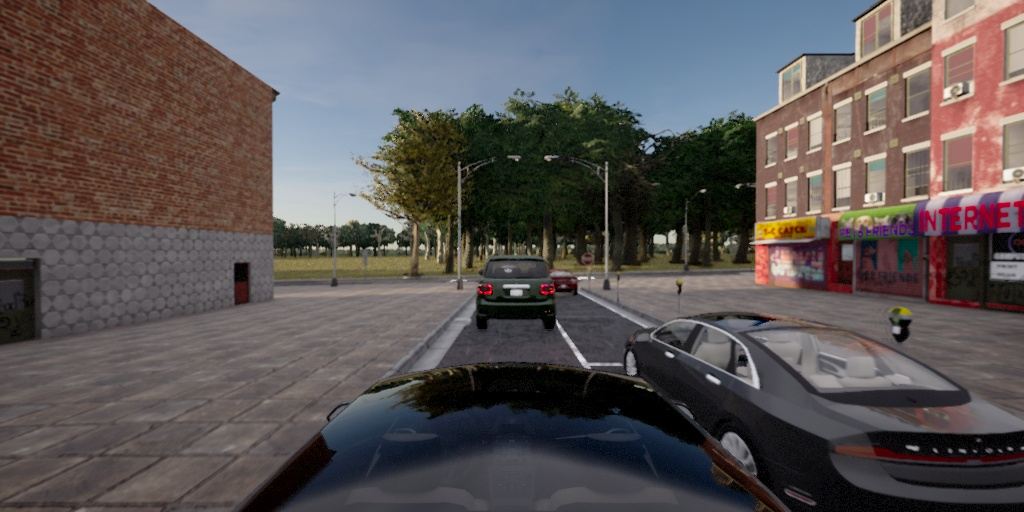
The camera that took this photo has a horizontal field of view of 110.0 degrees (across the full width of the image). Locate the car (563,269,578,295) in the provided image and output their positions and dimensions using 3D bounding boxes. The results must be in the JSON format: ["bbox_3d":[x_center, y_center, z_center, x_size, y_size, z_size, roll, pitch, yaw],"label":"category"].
[{"bbox_3d":[2.610,1.408,20.351,1.888,1.381,4.507,0,0,0],"label":"car"}]

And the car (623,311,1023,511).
[{"bbox_3d":[2.634,1.314,4.132,2.007,1.370,4.403,0,0,0],"label":"car"}]

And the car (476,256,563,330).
[{"bbox_3d":[0.091,1.027,11.482,2.150,2.045,5.566,0,-1,0],"label":"car"}]
